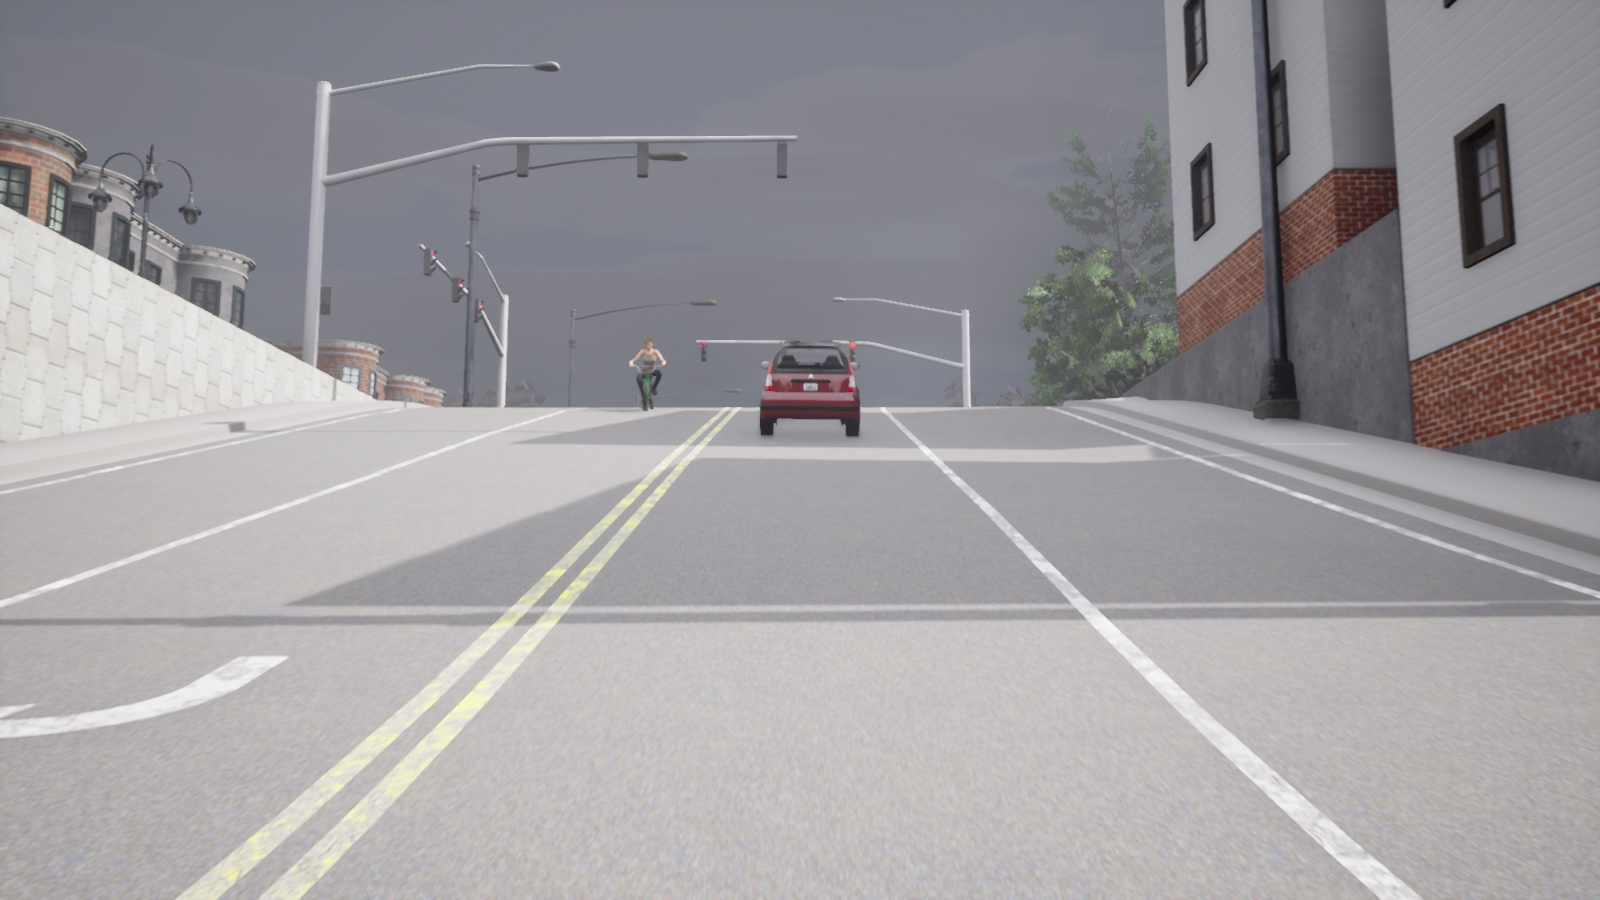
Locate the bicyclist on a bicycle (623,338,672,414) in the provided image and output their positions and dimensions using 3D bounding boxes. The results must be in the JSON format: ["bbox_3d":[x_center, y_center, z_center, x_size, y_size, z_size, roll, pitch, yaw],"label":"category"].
[{"bbox_3d":[-3.322,-1.634,27.472,0.866,1.612,1.509,1,5,0],"label":"bicyclist on a bicycle"}]

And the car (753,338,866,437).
[{"bbox_3d":[0.163,-1.211,22.915,1.851,1.617,3.988,1,5,0],"label":"car"}]
